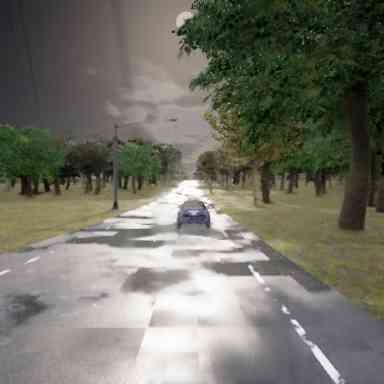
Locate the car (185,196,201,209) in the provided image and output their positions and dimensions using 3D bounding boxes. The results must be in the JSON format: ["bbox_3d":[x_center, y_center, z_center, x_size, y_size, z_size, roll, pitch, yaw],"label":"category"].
[{"bbox_3d":[0.112,1.277,42.226,1.882,1.535,5.008,0,1,0],"label":"car"}]

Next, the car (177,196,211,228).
[{"bbox_3d":[0.106,1.331,22.330,2.097,1.767,4.553,0,0,0],"label":"car"}]
